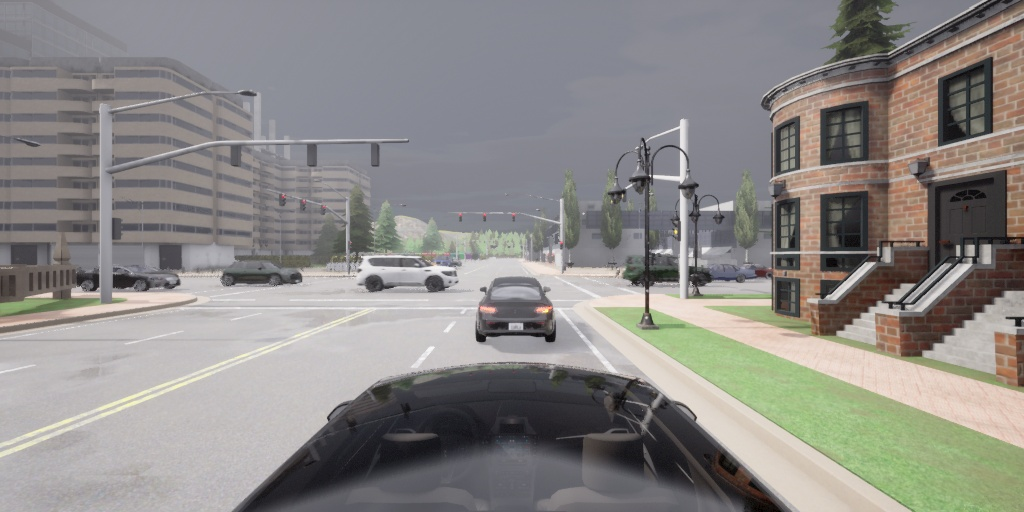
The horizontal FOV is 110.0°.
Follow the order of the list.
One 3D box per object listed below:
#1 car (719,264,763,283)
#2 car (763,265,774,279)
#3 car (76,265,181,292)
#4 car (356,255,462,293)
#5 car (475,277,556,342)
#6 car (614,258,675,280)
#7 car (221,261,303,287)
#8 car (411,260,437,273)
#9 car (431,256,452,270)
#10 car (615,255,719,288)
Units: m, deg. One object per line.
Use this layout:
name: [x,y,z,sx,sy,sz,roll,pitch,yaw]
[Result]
car: [15.629,1.297,27.404,5.357,1.411,2.033,0,0,-1]
car: [20.318,1.351,31.029,4.718,1.301,1.895,0,0,-2]
car: [-21.908,1.239,20.578,4.902,1.511,2.128,0,0,0]
car: [-5.862,0.971,20.283,5.566,2.045,2.150,0,0,2]
car: [0.088,1.276,9.617,1.812,1.442,4.674,0,0,0]
car: [11.326,1.102,30.897,4.553,1.767,2.097,0,0,-1]
car: [-16.658,1.101,24.062,4.553,1.767,2.097,0,0,0]
car: [-10.637,1.227,43.639,1.882,1.535,5.008,0,0,2]
car: [-10.572,0.971,54.297,2.150,2.045,5.566,0,0,0]
car: [10.078,0.971,23.640,5.566,2.045,2.150,0,0,0]
